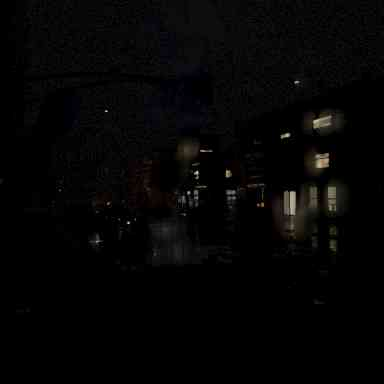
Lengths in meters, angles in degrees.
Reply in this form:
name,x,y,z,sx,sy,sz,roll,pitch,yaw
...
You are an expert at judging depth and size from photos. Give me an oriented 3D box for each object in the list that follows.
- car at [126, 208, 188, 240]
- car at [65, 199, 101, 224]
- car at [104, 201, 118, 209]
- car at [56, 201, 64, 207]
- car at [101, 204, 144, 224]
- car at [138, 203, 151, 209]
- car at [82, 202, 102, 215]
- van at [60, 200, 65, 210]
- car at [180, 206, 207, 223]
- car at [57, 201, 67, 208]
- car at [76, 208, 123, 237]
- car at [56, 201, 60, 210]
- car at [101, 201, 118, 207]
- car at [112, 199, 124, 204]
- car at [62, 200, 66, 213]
name,x,y,z,sx,sy,sz,roll,pitch,yaw
car,-2.132,1.861,19.040,1.994,1.385,4.181,-1,-1,-24
car,-10.012,1.851,30.340,2.192,1.841,5.009,-2,0,-24
car,-15.840,2.512,64.984,1.752,1.417,4.829,-2,0,-24
car,-34.439,3.024,86.705,1.752,1.417,4.829,-2,0,-24
car,-5.880,1.992,27.633,2.033,1.411,5.357,-1,-1,-24
car,-6.630,2.176,43.864,2.008,1.369,4.403,-2,0,-24
car,-13.976,2.256,46.369,2.128,1.511,4.902,-1,-1,-23
van,-19.046,2.236,51.344,1.690,1.788,3.998,-2,0,-24
car,-0.188,1.926,29.364,2.008,1.369,4.403,-2,0,-24
car,-30.087,2.872,76.712,1.887,1.381,4.507,-2,0,-24
car,-5.901,1.940,20.847,1.947,1.339,4.313,-2,0,-24
car,-23.465,2.383,61.492,2.192,1.841,5.009,-2,0,-24
car,-9.909,2.108,36.914,1.837,1.490,4.892,-1,-1,-23
car,-13.570,2.213,59.755,2.192,1.841,5.009,-2,0,-24
car,-14.344,2.150,40.524,1.967,1.590,4.097,-2,0,-24
